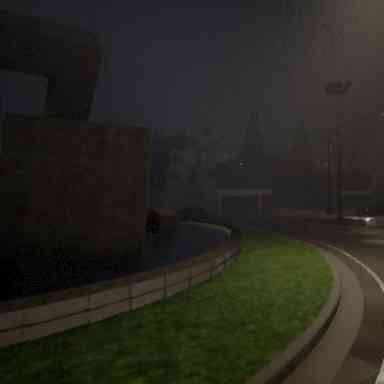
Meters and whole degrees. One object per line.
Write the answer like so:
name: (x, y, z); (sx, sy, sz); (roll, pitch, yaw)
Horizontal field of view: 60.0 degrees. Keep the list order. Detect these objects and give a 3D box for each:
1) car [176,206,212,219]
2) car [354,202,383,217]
car: (0.017, 2.167, 35.495); (4.181, 1.385, 1.994); (-1, -1, 23)
car: (19.935, 1.925, 36.424); (4.892, 1.490, 1.837); (-1, -1, -27)
